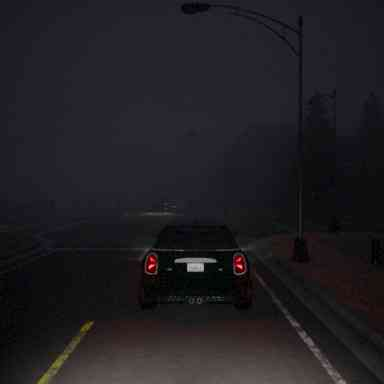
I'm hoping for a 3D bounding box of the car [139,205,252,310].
[{"bbox_3d":[0.082,1.350,7.988,2.097,1.767,4.553,0,0,1],"label":"car"}]

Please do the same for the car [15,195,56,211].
[{"bbox_3d":[-17.378,1.381,37.476,3.633,1.501,1.845,0,0,0],"label":"car"}]

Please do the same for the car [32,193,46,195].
[{"bbox_3d":[-35.034,1.096,74.900,4.605,1.855,1.932,0,0,0],"label":"car"}]

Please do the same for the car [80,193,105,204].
[{"bbox_3d":[-17.651,1.079,58.965,3.866,1.878,1.905,0,0,0],"label":"car"}]

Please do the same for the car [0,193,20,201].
[{"bbox_3d":[-42.901,1.075,78.187,3.866,1.878,1.905,0,0,0],"label":"car"}]

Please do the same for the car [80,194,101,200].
[{"bbox_3d":[-25.022,1.295,81.840,4.514,1.523,2.007,0,0,0],"label":"car"}]

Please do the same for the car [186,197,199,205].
[{"bbox_3d":[0.110,1.481,49.272,2.128,1.511,4.902,0,0,0],"label":"car"}]

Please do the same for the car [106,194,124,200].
[{"bbox_3d":[-17.973,1.230,78.177,3.806,1.475,1.970,0,0,0],"label":"car"}]

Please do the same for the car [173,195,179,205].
[{"bbox_3d":[-3.565,1.513,53.811,1.812,1.442,4.674,0,0,0],"label":"car"}]

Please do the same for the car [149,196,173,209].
[{"bbox_3d":[-3.588,1.344,37.586,2.097,1.767,4.553,0,0,0],"label":"car"}]

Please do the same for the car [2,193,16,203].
[{"bbox_3d":[-35.746,1.300,62.443,4.514,1.523,2.007,0,0,0],"label":"car"}]

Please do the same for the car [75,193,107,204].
[{"bbox_3d":[-17.239,1.100,56.059,4.605,1.855,1.932,0,0,0],"label":"car"}]

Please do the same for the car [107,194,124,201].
[{"bbox_3d":[-17.650,1.153,71.759,5.027,1.636,2.152,0,0,0],"label":"car"}]

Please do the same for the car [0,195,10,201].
[{"bbox_3d":[-43.513,1.360,74.863,3.806,1.475,1.970,0,0,0],"label":"car"}]

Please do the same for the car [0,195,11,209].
[{"bbox_3d":[-24.799,1.391,40.457,3.806,1.475,1.970,0,0,0],"label":"car"}]
